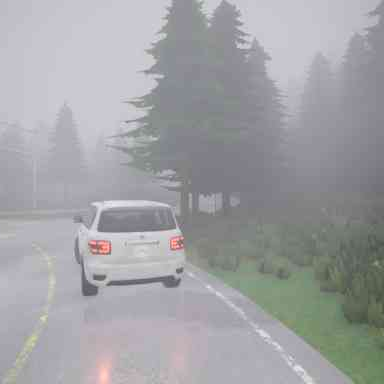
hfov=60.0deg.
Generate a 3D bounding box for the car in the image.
[{"bbox_3d":[-1.901,1.221,8.996,2.150,2.045,5.566,0,0,-20],"label":"car"}]
